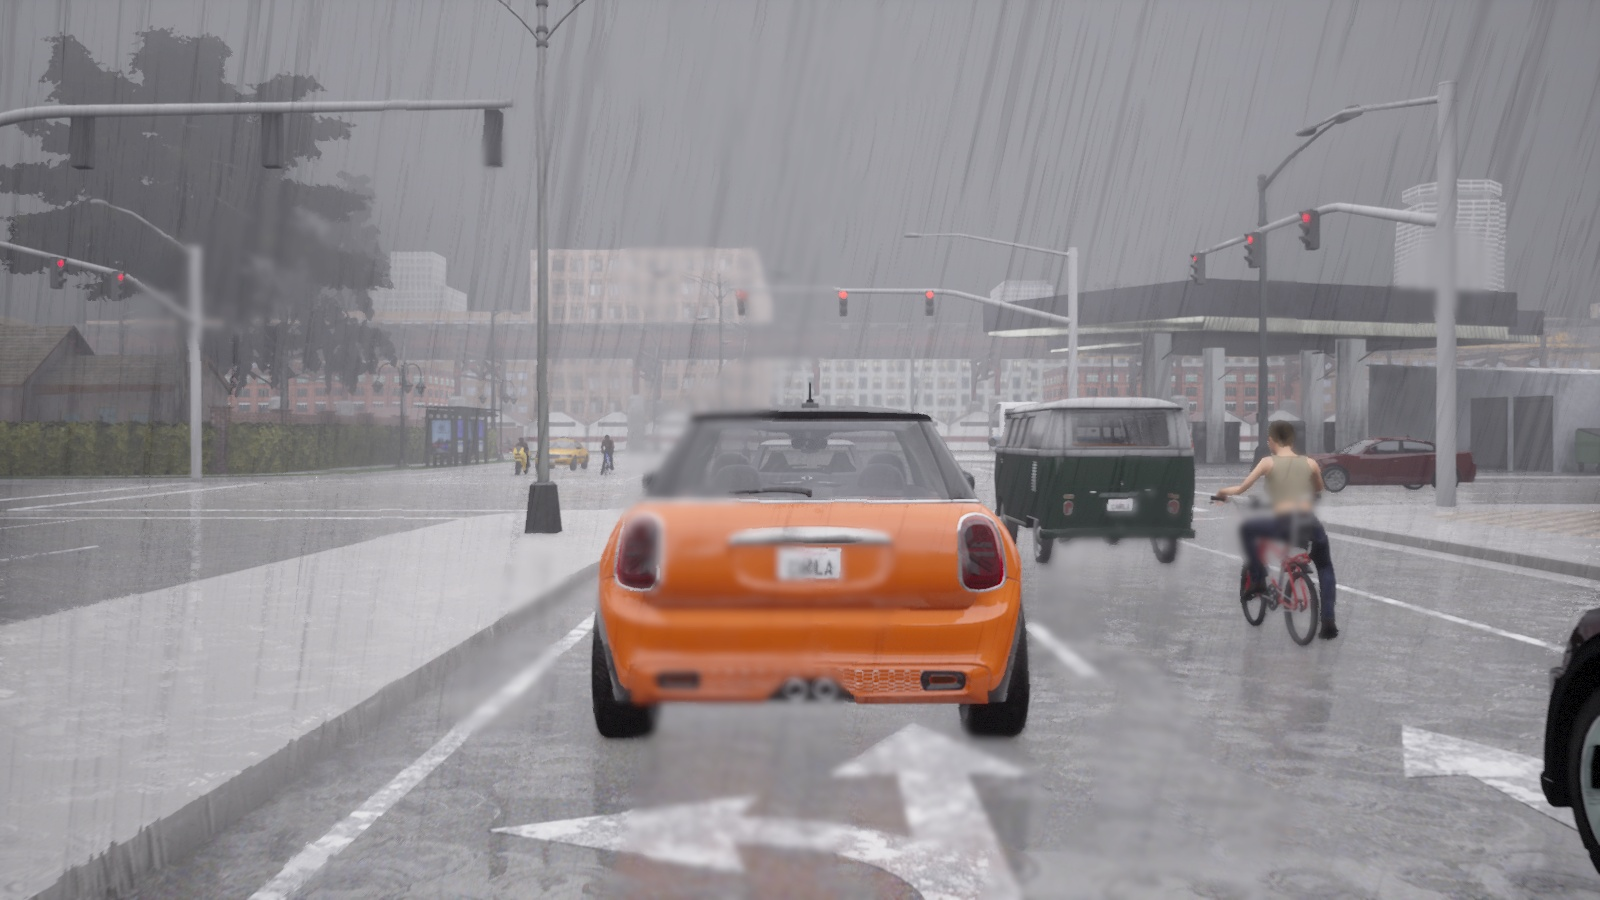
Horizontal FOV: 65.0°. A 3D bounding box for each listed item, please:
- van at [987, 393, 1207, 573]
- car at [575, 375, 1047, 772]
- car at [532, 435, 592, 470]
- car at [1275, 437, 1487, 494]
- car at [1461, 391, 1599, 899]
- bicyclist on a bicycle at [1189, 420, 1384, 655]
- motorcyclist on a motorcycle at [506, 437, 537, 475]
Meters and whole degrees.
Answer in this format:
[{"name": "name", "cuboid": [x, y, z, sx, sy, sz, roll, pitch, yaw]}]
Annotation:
[{"name": "van", "cuboid": [3.606, 0.344, 16.069, 1.775, 1.987, 4.442, 0, 1, 0]}, {"name": "car", "cuboid": [0.059, 0.527, 7.859, 2.097, 1.767, 4.553, 0, 1, 0]}, {"name": "car", "cuboid": [-11.153, 0.098, 59.188, 1.801, 1.575, 5.366, 0, 1, 0]}, {"name": "car", "cuboid": [16.022, 0.396, 34.792, 5.008, 1.535, 1.882, 0, 1, -2]}, {"name": "car", "cuboid": [3.528, 0.655, 2.370, 2.033, 1.649, 4.856, 0, 1, 1]}, {"name": "bicyclist on a bicycle", "cuboid": [3.569, 0.594, 9.366, 0.866, 1.612, 1.509, 0, 1, 0]}, {"name": "motorcyclist on a motorcycle", "cuboid": [-11.218, 0.225, 50.624, 0.797, 1.523, 2.044, 0, 1, 0]}]
